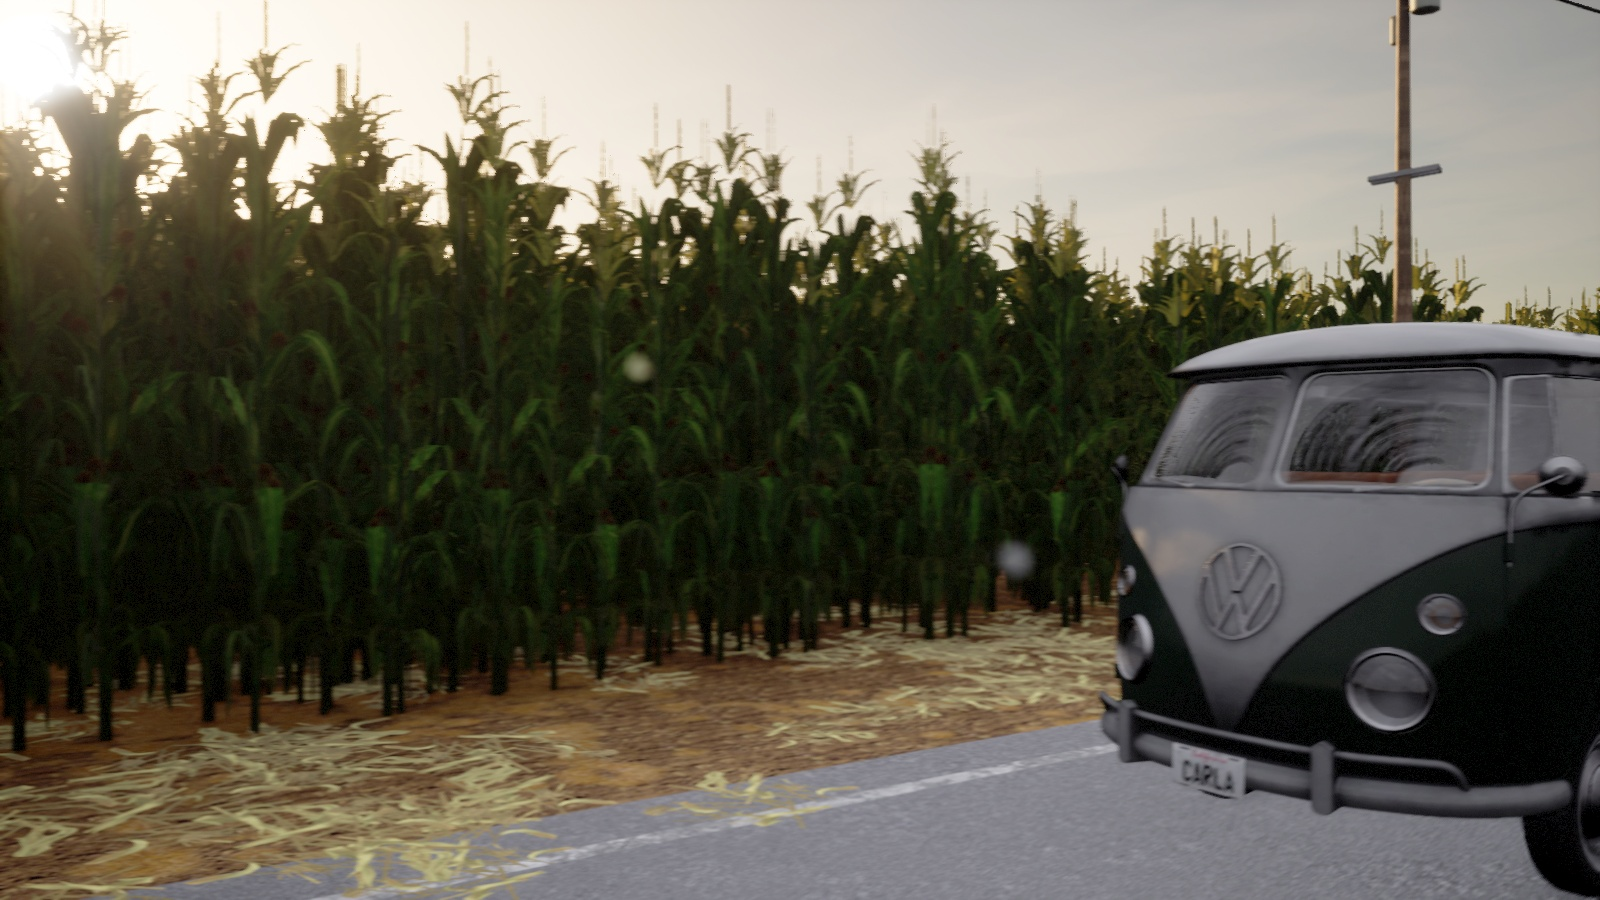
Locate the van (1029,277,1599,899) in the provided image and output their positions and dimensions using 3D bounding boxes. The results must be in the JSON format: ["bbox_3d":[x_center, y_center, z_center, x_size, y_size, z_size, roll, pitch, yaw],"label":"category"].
[{"bbox_3d":[3.258,0.504,5.547,4.442,1.987,1.775,0,0,-34],"label":"van"}]
